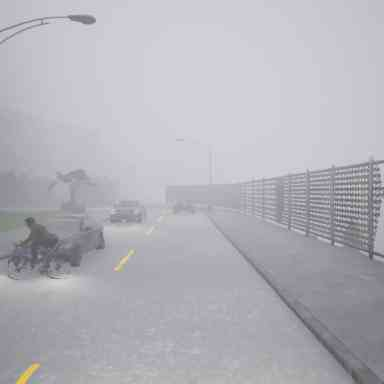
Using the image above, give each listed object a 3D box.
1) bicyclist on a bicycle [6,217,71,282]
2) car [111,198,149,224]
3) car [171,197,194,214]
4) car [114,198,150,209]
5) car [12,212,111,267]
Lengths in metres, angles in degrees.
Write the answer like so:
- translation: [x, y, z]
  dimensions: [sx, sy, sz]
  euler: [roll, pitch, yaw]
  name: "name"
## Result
- translation: [-3.880, 1.455, 8.364]
  dimensions: [1.656, 1.620, 0.582]
  euler: [-2, 0, -1]
  name: "bicyclist on a bicycle"
- translation: [-4.629, 1.352, 24.638]
  dimensions: [2.097, 1.767, 4.553]
  euler: [0, 0, -1]
  name: "car"
- translation: [-1.049, 1.353, 35.321]
  dimensions: [2.097, 1.767, 4.553]
  euler: [0, 0, -8]
  name: "car"
- translation: [-8.143, 1.527, 45.156]
  dimensions: [4.674, 1.442, 1.812]
  euler: [0, 0, 22]
  name: "car"
- translation: [-4.334, 1.526, 11.553]
  dimensions: [1.812, 1.442, 4.674]
  euler: [0, 0, -1]
  name: "car"
